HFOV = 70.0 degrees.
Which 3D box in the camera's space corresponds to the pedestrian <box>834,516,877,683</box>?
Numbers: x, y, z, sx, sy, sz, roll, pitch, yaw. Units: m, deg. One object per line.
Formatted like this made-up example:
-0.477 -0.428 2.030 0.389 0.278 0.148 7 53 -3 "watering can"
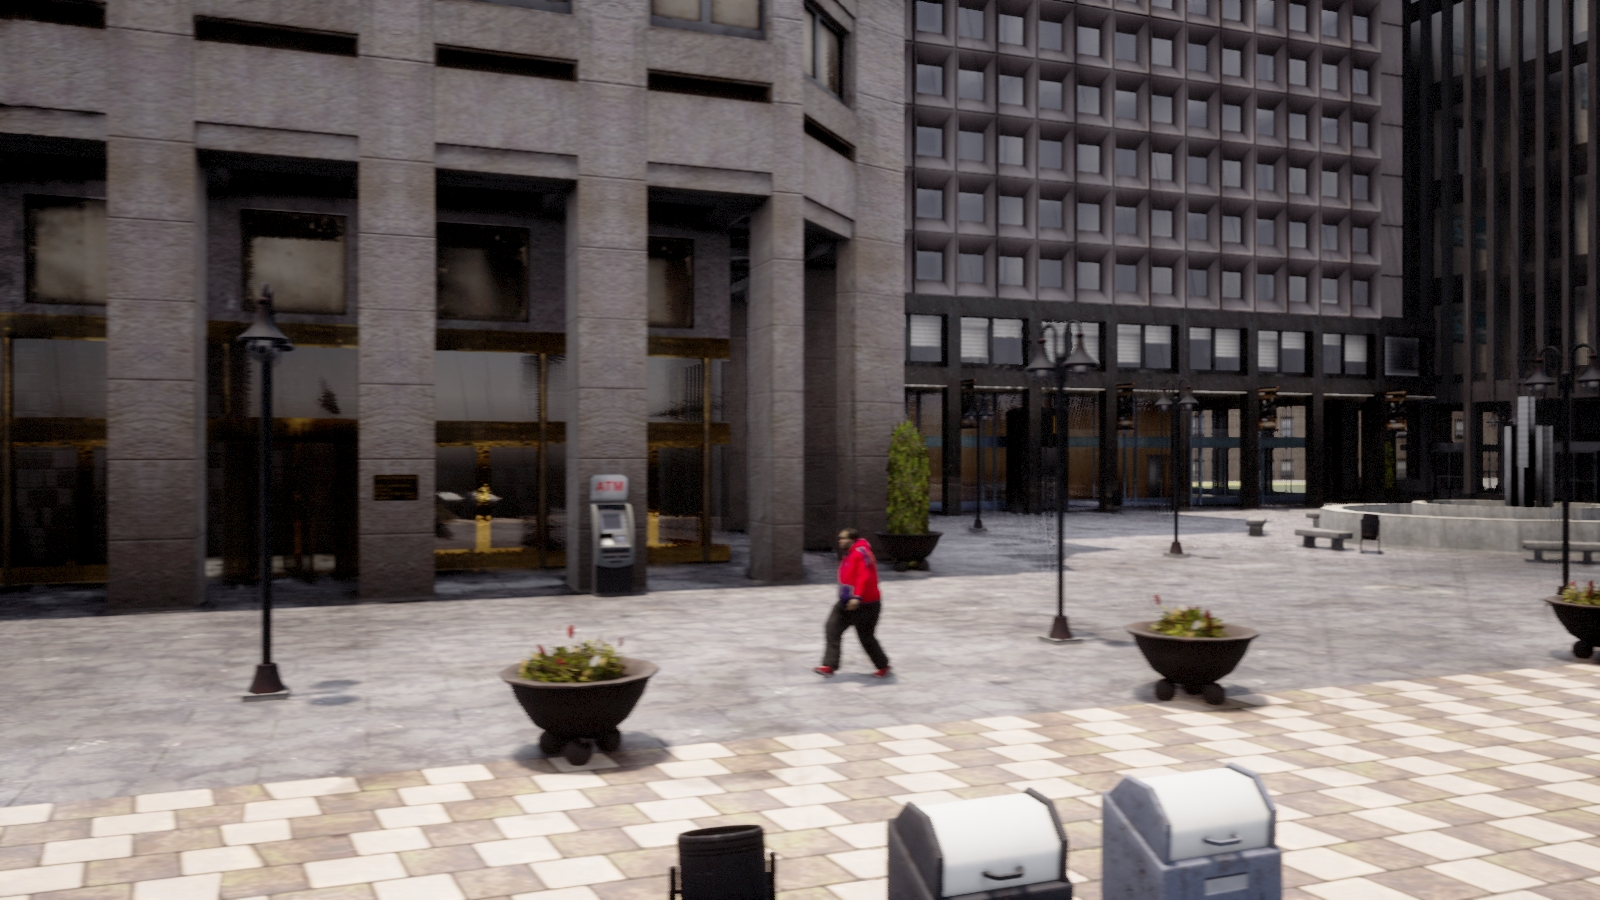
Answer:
0.638 1.706 13.166 0.375 1.860 0.375 0 0 -23 "pedestrian"
